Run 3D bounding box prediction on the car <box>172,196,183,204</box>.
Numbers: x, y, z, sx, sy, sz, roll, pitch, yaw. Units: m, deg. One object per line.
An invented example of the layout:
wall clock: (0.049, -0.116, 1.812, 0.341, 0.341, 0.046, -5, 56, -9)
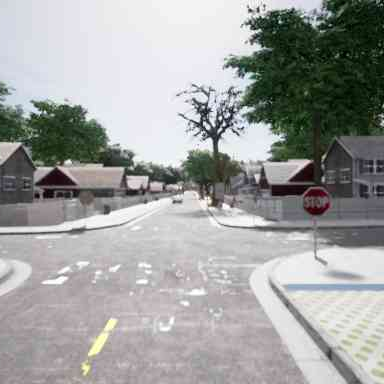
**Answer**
car: (-2.701, 1.510, 63.274, 2.033, 1.411, 5.357, 0, 0, 0)
